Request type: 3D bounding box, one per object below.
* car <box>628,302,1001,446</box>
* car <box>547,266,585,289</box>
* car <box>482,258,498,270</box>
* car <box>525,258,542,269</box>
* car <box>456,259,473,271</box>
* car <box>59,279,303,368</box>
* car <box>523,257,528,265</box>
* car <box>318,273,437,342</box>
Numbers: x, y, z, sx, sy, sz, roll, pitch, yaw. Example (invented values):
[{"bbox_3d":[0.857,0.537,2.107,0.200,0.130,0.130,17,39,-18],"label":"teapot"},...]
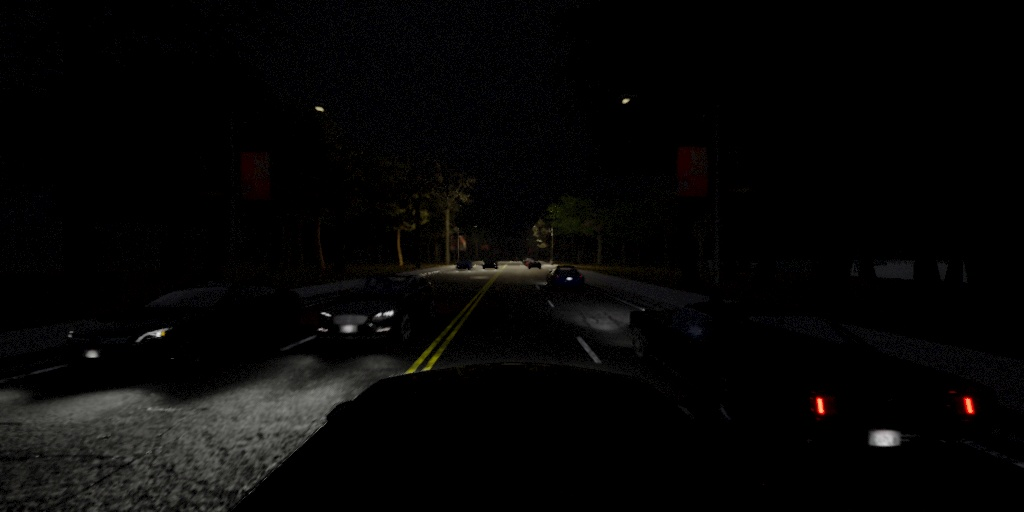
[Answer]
[{"bbox_3d":[3.347,1.347,5.438,1.895,1.301,4.718,0,0,0],"label":"car"},{"bbox_3d":[3.348,1.300,22.865,1.994,1.385,4.181,0,0,0],"label":"car"},{"bbox_3d":[-3.183,1.082,52.660,2.097,1.767,4.553,0,0,1],"label":"car"},{"bbox_3d":[3.384,1.330,54.012,1.895,1.301,4.718,0,0,0],"label":"car"},{"bbox_3d":[-6.472,1.207,49.187,1.882,1.535,5.008,0,0,1],"label":"car"},{"bbox_3d":[-6.603,1.271,7.971,1.812,1.442,4.674,0,0,0],"label":"car"},{"bbox_3d":[3.476,1.296,64.972,1.994,1.385,4.181,0,0,1],"label":"car"},{"bbox_3d":[-3.353,1.236,9.805,2.128,1.511,4.902,0,0,0],"label":"car"}]
